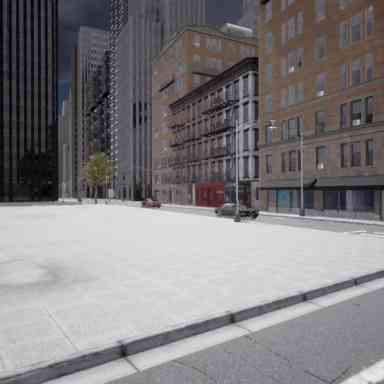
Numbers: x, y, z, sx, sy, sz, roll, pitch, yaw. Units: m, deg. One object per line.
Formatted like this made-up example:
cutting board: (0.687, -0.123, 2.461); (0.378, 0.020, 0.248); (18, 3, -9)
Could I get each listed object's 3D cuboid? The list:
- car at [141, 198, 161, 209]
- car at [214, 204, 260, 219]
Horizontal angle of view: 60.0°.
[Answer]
car: (-6.138, 1.719, 49.899); (1.882, 1.535, 5.008); (0, -1, -26)
car: (3.895, 1.712, 29.402); (1.895, 1.301, 4.718); (0, 0, -26)
